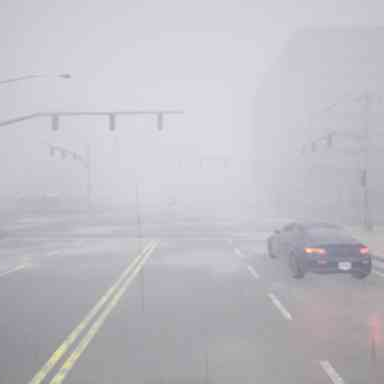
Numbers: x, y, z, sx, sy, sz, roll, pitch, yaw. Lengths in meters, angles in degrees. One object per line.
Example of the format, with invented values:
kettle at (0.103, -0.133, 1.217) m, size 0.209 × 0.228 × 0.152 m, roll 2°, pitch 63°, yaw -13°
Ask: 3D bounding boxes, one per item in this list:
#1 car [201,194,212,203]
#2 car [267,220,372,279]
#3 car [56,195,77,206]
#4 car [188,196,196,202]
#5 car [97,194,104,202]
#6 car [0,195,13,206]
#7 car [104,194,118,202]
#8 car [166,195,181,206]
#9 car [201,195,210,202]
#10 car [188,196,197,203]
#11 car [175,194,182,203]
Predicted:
car at (3.543, 1.586, 77.292) m, size 2.150 × 2.045 × 5.566 m, roll 0°, pitch 0°, yaw 0°
car at (3.577, 1.574, 10.042) m, size 1.812 × 1.442 × 4.674 m, roll 0°, pitch -1°, yaw 0°
car at (-26.671, 1.729, 70.839) m, size 1.970 × 1.475 × 3.806 m, roll 0°, pitch 0°, yaw 0°
car at (0.048, 1.789, 86.840) m, size 2.128 × 1.511 × 4.902 m, roll 0°, pitch 0°, yaw 0°
car at (-23.894, 1.571, 88.295) m, size 1.905 × 1.878 × 3.866 m, roll 0°, pitch 0°, yaw 0°
car at (-32.501, 1.659, 55.761) m, size 1.970 × 1.475 × 3.806 m, roll 0°, pitch 0°, yaw 0°
car at (-21.000, 1.568, 88.229) m, size 1.932 × 1.855 × 4.605 m, roll 0°, pitch 0°, yaw 0°
car at (-3.509, 1.756, 59.501) m, size 1.882 × 1.535 × 5.008 m, roll 0°, pitch 0°, yaw 1°
car at (3.548, 1.618, 86.808) m, size 2.097 × 1.767 × 4.553 m, roll 0°, pitch 0°, yaw 0°
car at (0.043, 1.886, 77.863) m, size 1.812 × 1.442 × 4.674 m, roll 0°, pitch 0°, yaw 0°
car at (-3.459, 1.576, 75.010) m, size 2.150 × 2.045 × 5.566 m, roll 0°, pitch 0°, yaw 0°
